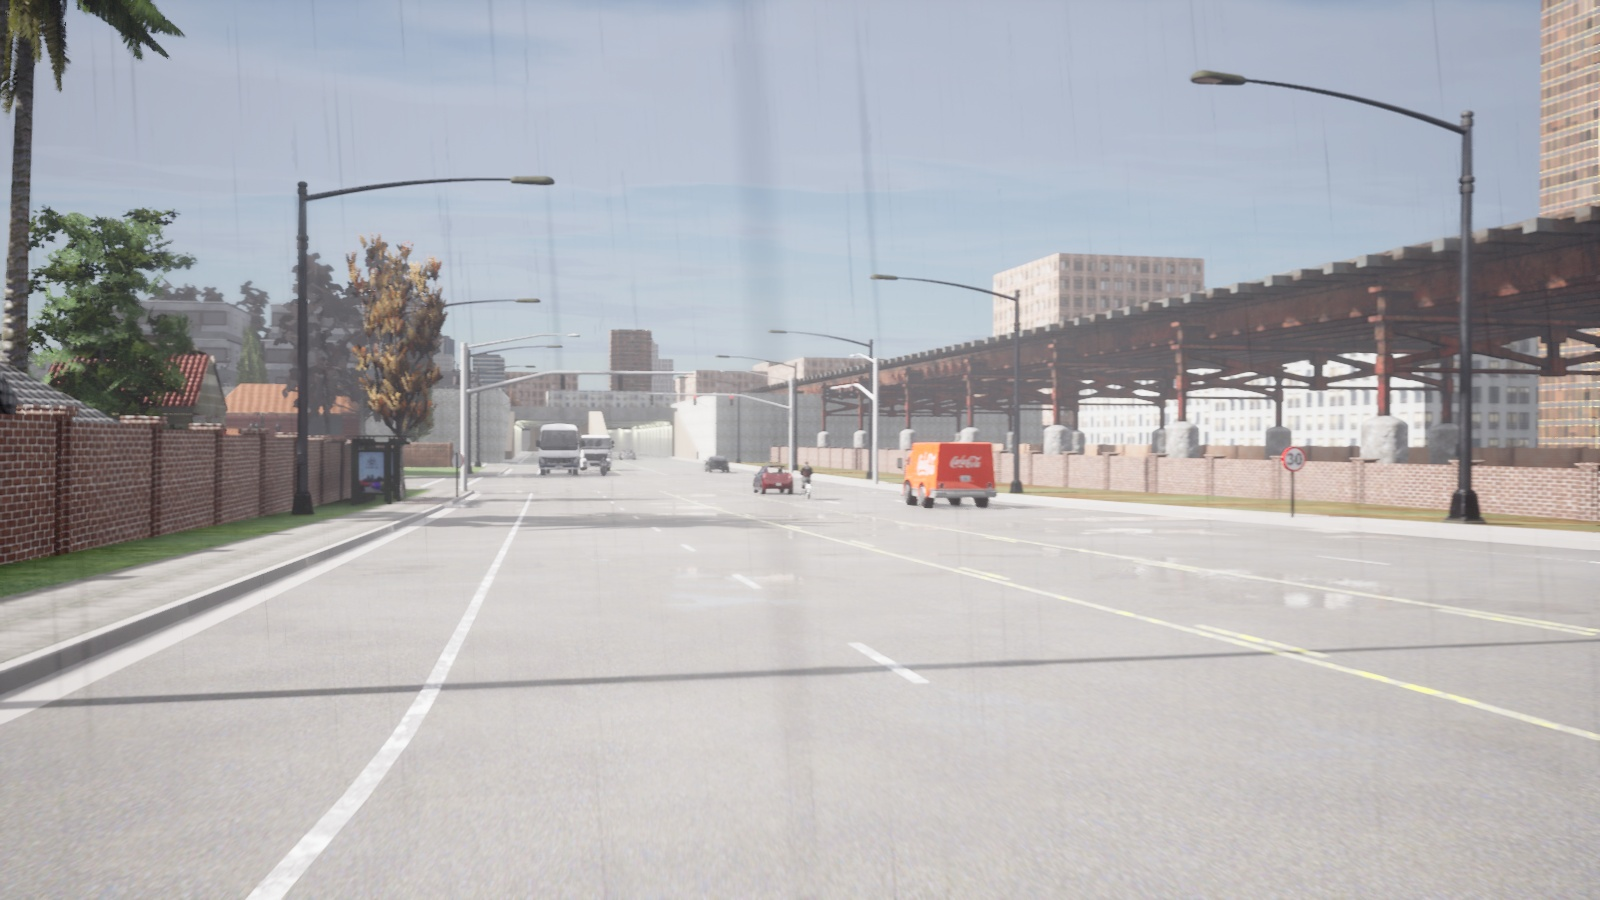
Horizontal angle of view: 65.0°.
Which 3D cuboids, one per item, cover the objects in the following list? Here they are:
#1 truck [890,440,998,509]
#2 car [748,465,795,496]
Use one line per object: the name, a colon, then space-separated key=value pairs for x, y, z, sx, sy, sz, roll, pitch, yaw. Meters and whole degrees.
truck: x=5.454 y=0.913 z=48.382 sx=2.627 sy=2.467 sz=5.204 roll=0 pitch=-1 yaw=-11
car: x=-1.528 y=1.565 z=65.149 sx=1.845 sy=1.501 sz=3.633 roll=0 pitch=0 yaw=-11
